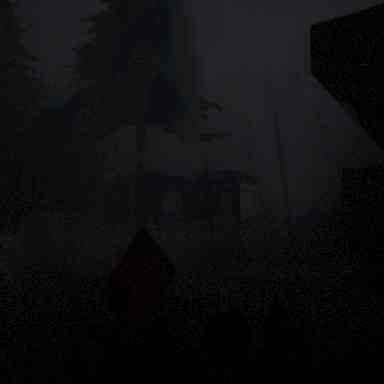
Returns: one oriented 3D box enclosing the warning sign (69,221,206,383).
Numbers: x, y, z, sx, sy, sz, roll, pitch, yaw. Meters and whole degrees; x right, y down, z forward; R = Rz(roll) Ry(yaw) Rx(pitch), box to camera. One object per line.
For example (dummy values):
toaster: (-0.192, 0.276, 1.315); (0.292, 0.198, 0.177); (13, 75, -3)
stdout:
warning sign: (-0.639, 1.362, 4.140); (1.060, 1.860, 1.300); (-1, 0, 35)
